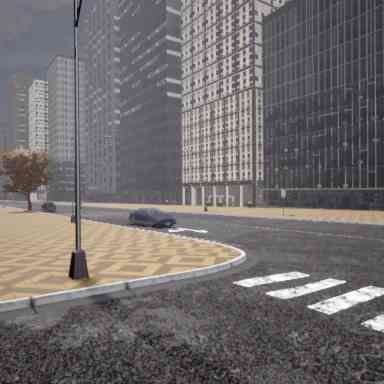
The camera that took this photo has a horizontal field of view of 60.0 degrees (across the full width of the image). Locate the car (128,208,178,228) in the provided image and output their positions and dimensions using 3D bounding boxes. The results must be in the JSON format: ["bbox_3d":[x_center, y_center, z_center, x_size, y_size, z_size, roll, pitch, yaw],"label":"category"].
[{"bbox_3d":[-3.224,1.940,25.967,2.033,1.411,5.357,-1,-1,-35],"label":"car"}]

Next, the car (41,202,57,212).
[{"bbox_3d":[-24.303,2.494,56.457,1.837,1.490,4.892,-1,0,-35],"label":"car"}]
